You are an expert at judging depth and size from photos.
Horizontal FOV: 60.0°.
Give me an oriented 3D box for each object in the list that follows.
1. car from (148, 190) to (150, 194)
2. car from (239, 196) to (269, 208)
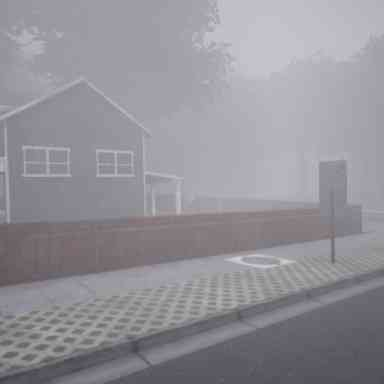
[{"bbox_3d":[-7.266,0.424,51.953,2.128,1.511,4.902,-2,3,-35],"label":"car"},{"bbox_3d":[5.740,1.135,33.744,1.994,1.385,4.181,-2,2,-36],"label":"car"}]
